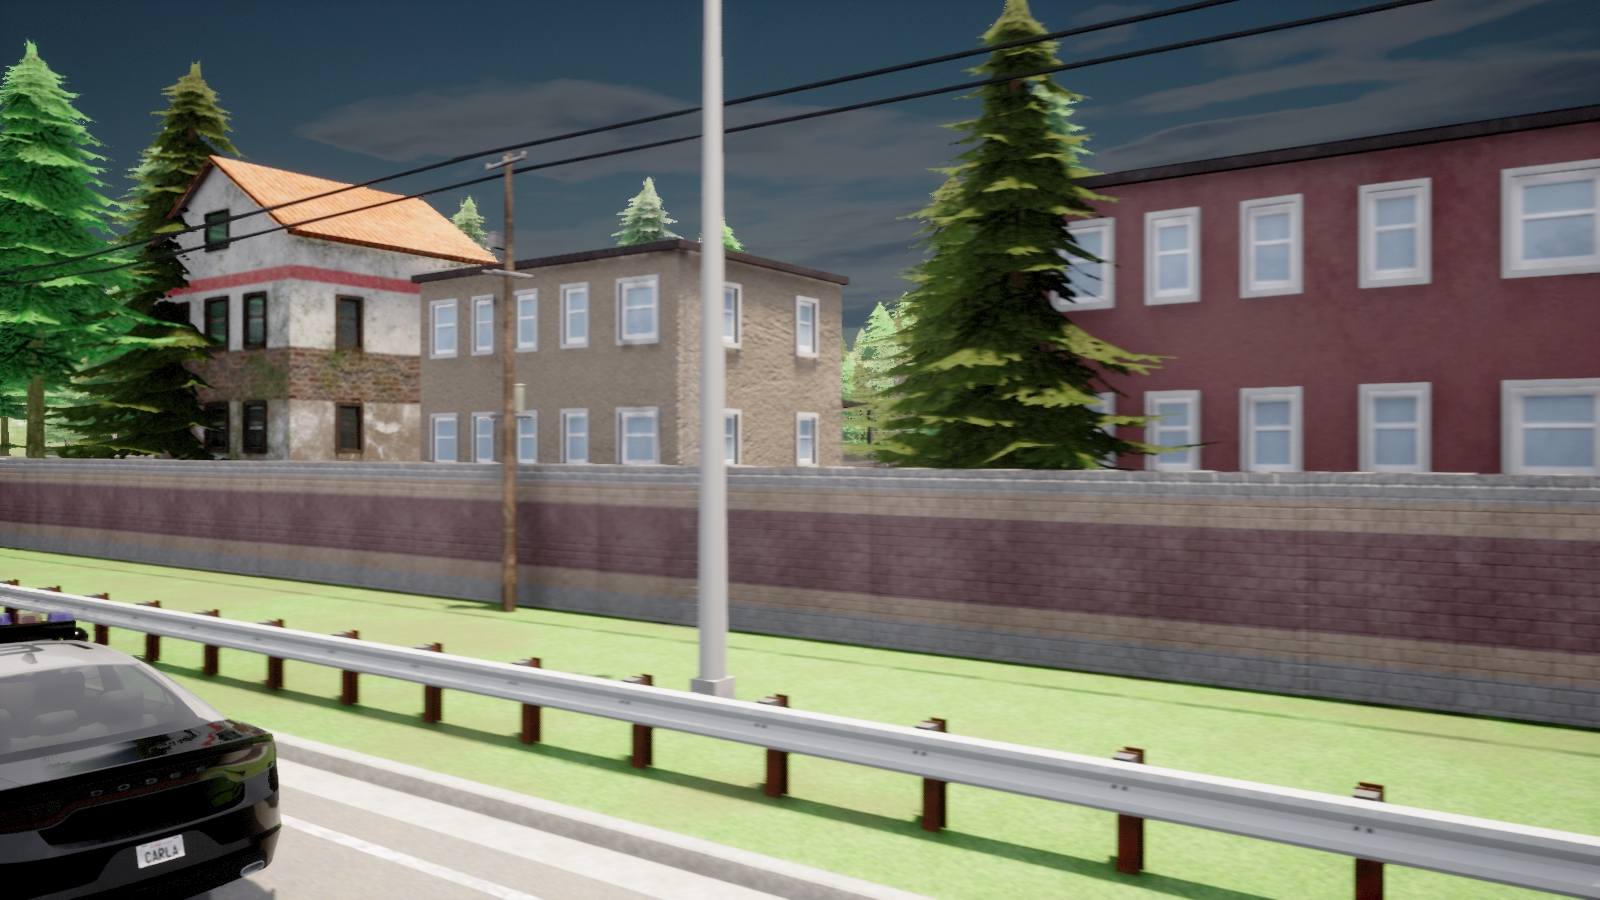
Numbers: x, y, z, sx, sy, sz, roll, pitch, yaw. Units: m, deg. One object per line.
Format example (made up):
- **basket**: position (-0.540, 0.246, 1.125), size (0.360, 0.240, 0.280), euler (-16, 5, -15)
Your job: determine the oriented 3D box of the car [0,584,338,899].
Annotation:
- **car**: position (-5.600, 1.982, 7.707), size (5.238, 1.638, 2.097), euler (0, 0, 35)
